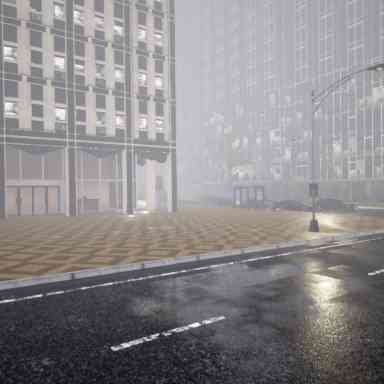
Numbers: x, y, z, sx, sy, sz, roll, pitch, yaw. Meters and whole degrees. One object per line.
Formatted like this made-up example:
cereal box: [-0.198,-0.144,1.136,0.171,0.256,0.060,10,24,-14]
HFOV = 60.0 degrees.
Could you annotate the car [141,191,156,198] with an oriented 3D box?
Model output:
car: [-10.777,0.686,82.571,1.967,1.590,4.097,0,1,-35]

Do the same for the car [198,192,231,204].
car: [3.689,1.205,51.348,2.033,1.411,5.357,-1,1,-34]

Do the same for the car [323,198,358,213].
car: [14.976,1.365,34.936,1.812,1.442,4.674,-1,1,-34]

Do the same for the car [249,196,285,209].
car: [9.579,1.316,42.773,1.994,1.385,4.181,-1,1,-35]

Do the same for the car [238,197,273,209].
car: [8.009,1.388,40.309,1.802,1.307,4.206,0,1,-35]

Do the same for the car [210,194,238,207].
car: [4.834,1.319,45.023,1.947,1.339,4.313,0,1,-35]

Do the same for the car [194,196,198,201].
car: [2.114,1.043,63.846,1.802,1.307,4.206,0,1,-35]

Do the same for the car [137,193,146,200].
car: [-11.235,1.039,68.459,2.008,1.369,4.403,0,1,-35]

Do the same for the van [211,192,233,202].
van: [5.336,0.855,59.162,1.690,1.788,3.998,0,1,-35]

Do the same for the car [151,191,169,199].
car: [-7.554,0.615,77.888,2.192,1.841,5.009,0,1,-35]

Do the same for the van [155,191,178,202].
van: [-4.789,0.937,59.094,1.690,1.788,3.998,0,1,-35]

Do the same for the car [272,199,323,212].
car: [11.217,1.424,35.615,1.947,1.339,4.313,0,1,-35]
